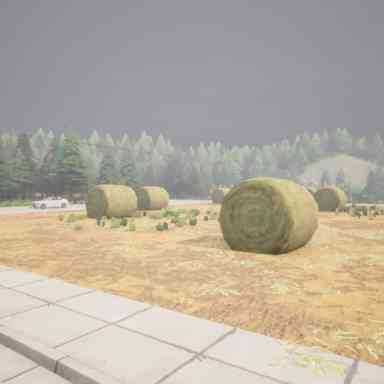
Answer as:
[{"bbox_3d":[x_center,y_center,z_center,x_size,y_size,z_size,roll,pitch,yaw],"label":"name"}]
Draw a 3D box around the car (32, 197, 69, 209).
[{"bbox_3d":[-18.423,1.404,43.468,1.812,1.442,4.674,0,0,36],"label":"car"}]
